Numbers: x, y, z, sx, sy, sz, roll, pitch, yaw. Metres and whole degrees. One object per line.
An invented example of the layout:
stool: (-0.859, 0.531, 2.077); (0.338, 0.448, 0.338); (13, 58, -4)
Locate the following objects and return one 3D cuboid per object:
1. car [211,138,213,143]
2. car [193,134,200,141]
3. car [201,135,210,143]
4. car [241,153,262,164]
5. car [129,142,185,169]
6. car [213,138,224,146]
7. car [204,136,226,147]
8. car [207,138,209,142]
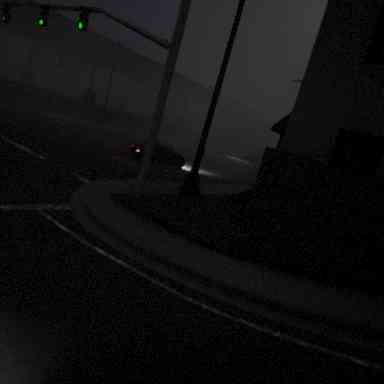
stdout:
car: (3.214, -12.659, 79.888); (2.038, 1.542, 4.974); (16, 11, -1)
car: (0.460, -12.850, 76.147); (4.536, 1.218, 1.853); (14, 11, -11)
car: (3.257, -12.817, 79.909); (1.853, 1.218, 4.536); (16, 11, -1)
car: (9.989, -5.736, 55.555); (1.837, 1.490, 4.892); (23, 13, 35)
car: (-2.206, -2.613, 22.570); (1.994, 1.385, 4.181); (23, 13, 35)
car: (5.821, -13.035, 84.585); (4.536, 1.218, 1.853); (10, 12, -26)
car: (5.825, -12.877, 84.637); (4.974, 1.542, 2.038); (10, 12, -26)
car: (0.467, -12.689, 76.187); (4.974, 1.542, 2.038); (14, 11, -11)
